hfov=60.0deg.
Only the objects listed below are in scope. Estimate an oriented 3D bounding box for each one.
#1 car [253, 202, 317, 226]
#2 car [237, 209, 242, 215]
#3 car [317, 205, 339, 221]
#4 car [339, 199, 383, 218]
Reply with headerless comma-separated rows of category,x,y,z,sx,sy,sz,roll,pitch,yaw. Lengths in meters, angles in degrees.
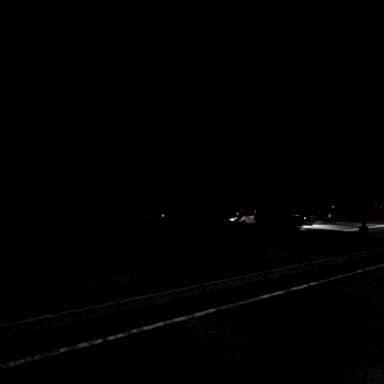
car,6.580,1.651,24.583,1.994,1.385,4.181,0,-1,-39
car,2.687,1.787,34.647,2.033,1.411,5.357,0,-1,-42
car,8.938,1.586,27.233,2.128,1.511,4.902,0,-1,-39
car,15.233,1.432,30.854,2.097,1.767,4.553,0,-1,-38
